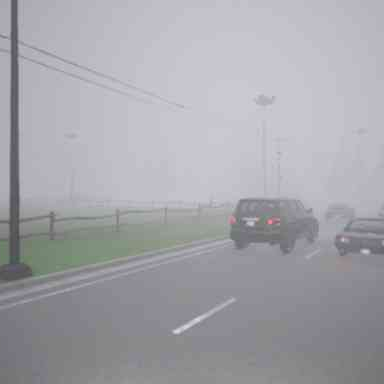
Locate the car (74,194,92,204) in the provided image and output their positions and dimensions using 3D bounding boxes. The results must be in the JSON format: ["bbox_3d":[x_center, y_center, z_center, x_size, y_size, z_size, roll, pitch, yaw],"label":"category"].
[{"bbox_3d":[-23.643,1.357,68.280,5.566,2.045,2.150,0,0,35],"label":"car"}]

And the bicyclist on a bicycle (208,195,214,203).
[{"bbox_3d":[3.847,1.401,67.052,0.582,1.620,1.656,0,0,22],"label":"bicyclist on a bicycle"}]

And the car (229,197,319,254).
[{"bbox_3d":[3.604,1.235,13.966,2.150,2.045,5.566,0,-1,35],"label":"car"}]

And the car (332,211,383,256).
[{"bbox_3d":[6.801,1.612,12.430,1.895,1.301,4.718,0,0,35],"label":"car"}]

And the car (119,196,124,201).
[{"bbox_3d":[-17.780,1.663,76.992,4.674,1.442,1.812,0,0,35],"label":"car"}]

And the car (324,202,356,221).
[{"bbox_3d":[11.807,1.533,26.489,1.837,1.490,4.892,0,0,30],"label":"car"}]

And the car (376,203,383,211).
[{"bbox_3d":[14.740,1.526,24.441,1.837,1.490,4.892,0,0,31],"label":"car"}]

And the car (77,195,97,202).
[{"bbox_3d":[-26.159,1.578,82.837,5.008,1.535,1.882,0,0,35],"label":"car"}]

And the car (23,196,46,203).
[{"bbox_3d":[-34.194,1.692,71.372,4.718,1.301,1.895,0,0,35],"label":"car"}]

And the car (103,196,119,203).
[{"bbox_3d":[-19.515,1.676,73.936,5.357,1.411,2.033,0,0,35],"label":"car"}]

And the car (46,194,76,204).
[{"bbox_3d":[-25.866,1.656,65.563,4.902,1.511,2.128,0,0,35],"label":"car"}]

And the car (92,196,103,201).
[{"bbox_3d":[-21.806,1.659,71.266,4.674,1.442,1.812,0,0,35],"label":"car"}]

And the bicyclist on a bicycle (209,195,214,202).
[{"bbox_3d":[4.171,1.400,66.590,0.582,1.620,1.656,0,0,25],"label":"bicyclist on a bicycle"}]

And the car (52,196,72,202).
[{"bbox_3d":[-30.189,1.694,77.113,4.718,1.301,1.895,0,0,35],"label":"car"}]
